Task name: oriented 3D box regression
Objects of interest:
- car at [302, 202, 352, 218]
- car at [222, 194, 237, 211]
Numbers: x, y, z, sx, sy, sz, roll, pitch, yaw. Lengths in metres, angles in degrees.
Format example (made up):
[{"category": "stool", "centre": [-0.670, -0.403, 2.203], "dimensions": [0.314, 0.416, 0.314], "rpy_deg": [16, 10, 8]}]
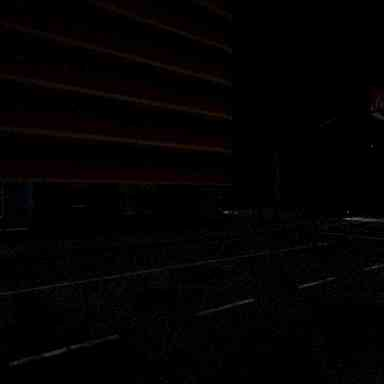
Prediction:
[{"category": "car", "centre": [12.094, 1.564, 29.923], "dimensions": [1.994, 1.385, 4.181], "rpy_deg": [0, 0, -36]}, {"category": "car", "centre": [3.241, 1.219, 42.122], "dimensions": [2.150, 2.045, 5.566], "rpy_deg": [0, 0, -36]}]
